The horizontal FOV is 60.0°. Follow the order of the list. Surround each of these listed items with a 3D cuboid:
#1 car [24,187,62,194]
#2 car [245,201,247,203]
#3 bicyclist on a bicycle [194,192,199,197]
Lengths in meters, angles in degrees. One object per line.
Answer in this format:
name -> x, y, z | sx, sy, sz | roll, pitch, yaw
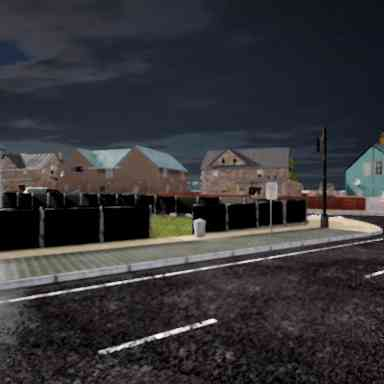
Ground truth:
car -> -15.465, 0.523, 35.655 | 5.566, 2.045, 2.150 | 1, 0, 19
car -> 3.879, 1.201, 28.958 | 4.181, 1.385, 1.994 | 1, 0, 19
bicyclist on a bicycle -> 0.520, 0.837, 36.323 | 0.582, 1.620, 1.656 | 1, 1, 19
